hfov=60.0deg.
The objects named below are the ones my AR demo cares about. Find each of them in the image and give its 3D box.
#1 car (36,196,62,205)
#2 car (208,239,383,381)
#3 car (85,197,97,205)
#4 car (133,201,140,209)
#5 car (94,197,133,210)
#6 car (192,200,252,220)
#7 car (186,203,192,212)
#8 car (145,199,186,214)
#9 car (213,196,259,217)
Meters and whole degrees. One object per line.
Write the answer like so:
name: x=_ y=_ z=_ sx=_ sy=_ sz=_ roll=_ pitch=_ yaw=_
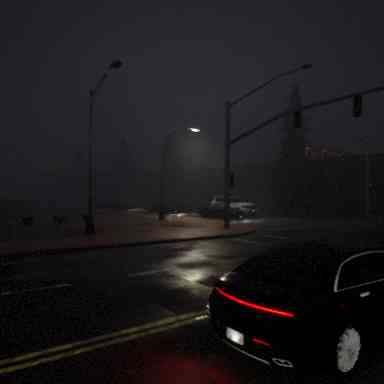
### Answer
car: x=-27.176 y=1.503 z=63.129 sx=4.553 sy=1.767 sz=2.097 roll=0 pitch=0 yaw=9
car: x=2.514 y=1.561 z=5.574 sx=4.892 sy=1.490 sz=1.837 roll=0 pitch=0 yaw=-35
car: x=-17.218 y=1.699 z=60.662 sx=5.008 sy=1.535 sz=1.882 roll=0 pitch=0 yaw=21
car: x=-9.671 y=1.739 z=48.789 sx=4.674 sy=1.442 sz=1.812 roll=0 pitch=0 yaw=34
car: x=-10.698 y=1.784 z=45.322 sx=4.718 sy=1.301 sz=1.895 roll=0 pitch=0 yaw=35
car: x=2.611 y=1.754 z=30.551 sx=2.033 sy=1.411 sz=5.357 roll=1 pitch=0 yaw=-36
car: x=-1.812 y=1.716 z=41.829 sx=1.882 sy=1.535 sz=5.008 roll=1 pitch=0 yaw=-43
car: x=-3.450 y=1.751 z=38.555 sx=2.033 sy=1.411 sz=5.357 roll=1 pitch=0 yaw=-39
car: x=4.262 y=1.465 z=34.177 sx=2.150 sy=2.045 sz=5.566 roll=1 pitch=0 yaw=-37
